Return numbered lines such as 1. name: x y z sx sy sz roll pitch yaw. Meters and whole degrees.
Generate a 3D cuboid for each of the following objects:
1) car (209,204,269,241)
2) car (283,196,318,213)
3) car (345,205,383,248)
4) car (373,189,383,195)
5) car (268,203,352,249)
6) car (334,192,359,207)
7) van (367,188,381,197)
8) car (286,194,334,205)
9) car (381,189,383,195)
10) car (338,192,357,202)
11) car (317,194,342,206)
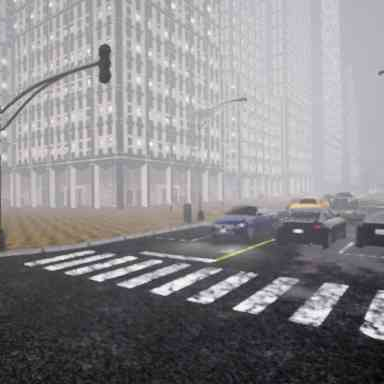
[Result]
1. car: 2.637 1.333 15.879 1.812 1.442 4.674 -1 0 35
2. car: 10.165 1.130 31.025 1.947 1.339 4.313 0 1 35
3. car: 7.282 1.287 12.400 1.947 1.339 4.313 0 1 35
4. car: 45.969 -0.025 81.797 1.967 1.590 4.097 0 1 35
5. car: 4.929 1.332 13.517 1.994 1.385 4.181 -1 0 35
6. car: 15.901 0.773 34.663 2.097 1.767 4.553 -1 0 35
7. van: 39.458 0.061 72.563 1.690 1.788 3.998 0 1 35
8. car: 8.619 1.110 24.362 1.882 1.535 5.008 -1 0 35
9. car: 42.715 0.193 77.182 1.947 1.339 4.313 0 1 35
10. car: 23.184 0.731 49.488 1.887 1.381 4.507 0 1 35
11. car: 16.674 0.940 40.257 1.947 1.339 4.313 0 1 35
